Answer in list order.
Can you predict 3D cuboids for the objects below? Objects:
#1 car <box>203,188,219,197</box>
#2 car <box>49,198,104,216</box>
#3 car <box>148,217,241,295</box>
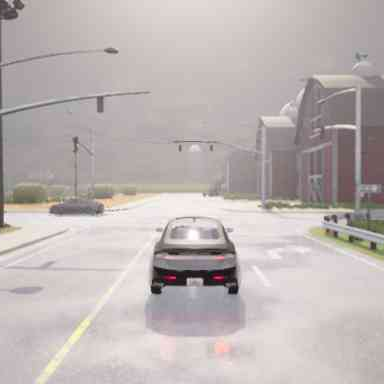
[{"bbox_3d":[4.137,0.081,72.643,1.905,1.878,3.866,-8,5,-42],"label":"car"},{"bbox_3d":[-9.265,1.191,26.864,4.181,1.385,1.994,0,1,5],"label":"car"},{"bbox_3d":[0.064,1.367,8.388,2.128,1.511,4.902,0,1,0],"label":"car"}]
